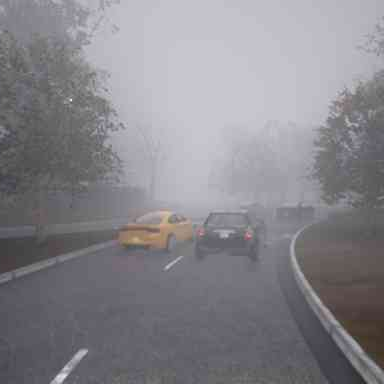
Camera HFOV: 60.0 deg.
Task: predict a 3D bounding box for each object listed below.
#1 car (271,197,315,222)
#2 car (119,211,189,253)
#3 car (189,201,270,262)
[{"bbox_3d":[8.271,1.450,26.385,1.882,1.535,5.008,0,1,35],"label":"car"},{"bbox_3d":[-1.249,1.551,14.283,1.882,1.535,5.008,0,0,18],"label":"car"},{"bbox_3d":[1.660,1.417,12.748,2.097,1.767,4.553,0,0,17],"label":"car"}]
